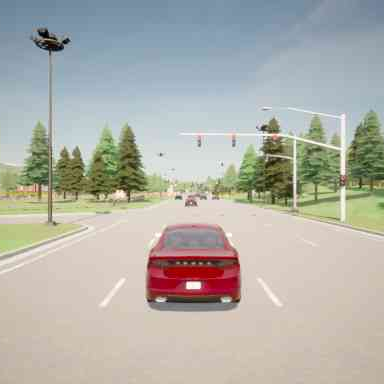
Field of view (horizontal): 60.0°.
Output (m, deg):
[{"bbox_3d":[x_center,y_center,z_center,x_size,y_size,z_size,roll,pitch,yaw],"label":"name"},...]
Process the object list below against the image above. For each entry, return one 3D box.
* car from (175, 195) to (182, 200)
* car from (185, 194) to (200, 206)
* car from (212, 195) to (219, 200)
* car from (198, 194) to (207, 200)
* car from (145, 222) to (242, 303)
[{"bbox_3d":[-3.772,1.478,94.313,1.882,1.535,5.008,0,0,0],"label":"car"},{"bbox_3d":[-0.151,1.525,52.877,1.812,1.442,4.674,0,0,0],"label":"car"},{"bbox_3d":[6.728,1.525,94.344,2.128,1.511,4.902,0,0,0],"label":"car"},{"bbox_3d":[3.228,1.524,94.334,1.812,1.442,4.674,0,0,0],"label":"car"},{"bbox_3d":[0.039,1.478,8.275,1.882,1.535,5.008,0,0,0],"label":"car"}]
